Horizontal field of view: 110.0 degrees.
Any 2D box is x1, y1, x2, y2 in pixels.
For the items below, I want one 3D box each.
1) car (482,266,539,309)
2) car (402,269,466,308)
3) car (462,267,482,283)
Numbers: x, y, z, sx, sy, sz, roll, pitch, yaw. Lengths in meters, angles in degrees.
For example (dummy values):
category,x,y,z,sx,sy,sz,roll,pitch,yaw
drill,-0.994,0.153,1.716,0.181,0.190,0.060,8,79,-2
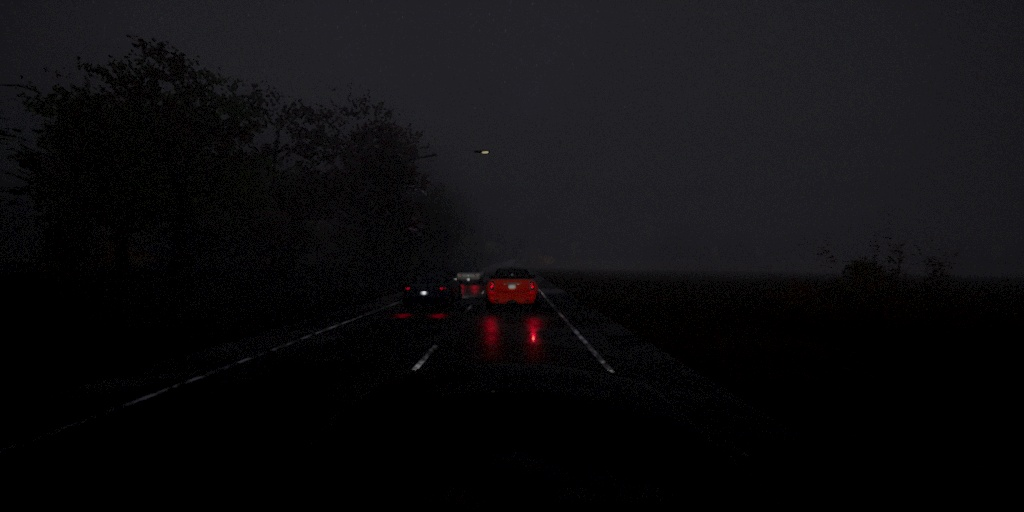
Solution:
category,x,y,z,sx,sy,sz,roll,pitch,yaw
car,0.005,1.237,15.939,2.097,1.767,4.553,0,-1,0
car,-3.487,1.453,16.208,1.994,1.385,4.181,0,0,0
car,-3.492,1.632,30.971,1.895,1.301,4.718,0,-1,0
